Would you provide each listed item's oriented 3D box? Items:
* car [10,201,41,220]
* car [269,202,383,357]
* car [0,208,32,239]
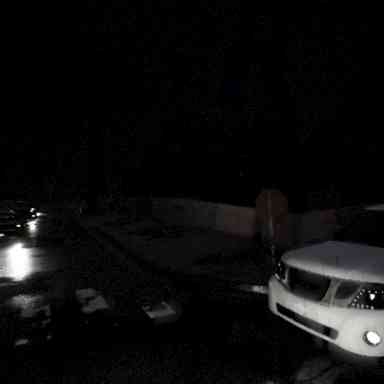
[{"bbox_3d":[-15.523,1.686,30.775,2.097,1.767,4.553,-3,1,-23],"label":"car"},{"bbox_3d":[4.000,1.152,5.665,5.566,2.045,2.150,-2,0,-24],"label":"car"},{"bbox_3d":[-10.233,1.833,18.434,1.895,1.301,4.718,-3,1,-23],"label":"car"}]
